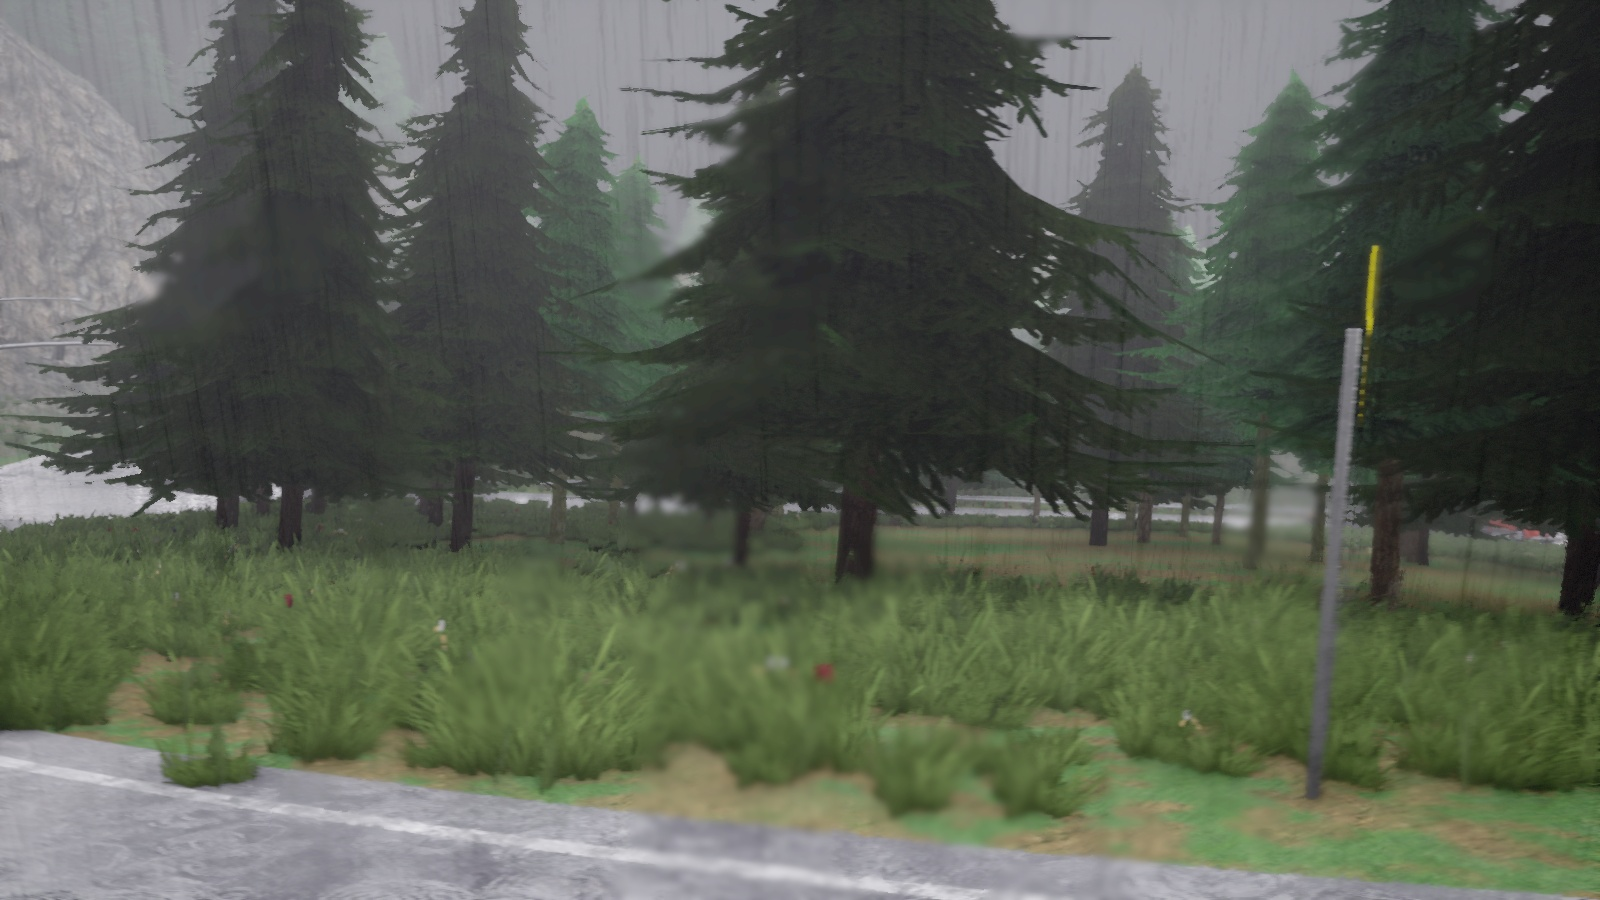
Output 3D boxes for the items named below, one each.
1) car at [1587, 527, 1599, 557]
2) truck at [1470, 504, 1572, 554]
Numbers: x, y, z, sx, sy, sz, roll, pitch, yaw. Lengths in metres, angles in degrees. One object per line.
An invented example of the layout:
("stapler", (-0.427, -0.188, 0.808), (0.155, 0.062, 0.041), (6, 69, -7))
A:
("car", (50.315, 5.787, 75.522), (2.097, 1.767, 4.553), (4, 2, -26))
("truck", (45.363, 4.914, 79.208), (2.627, 2.467, 5.204), (3, 2, -11))
